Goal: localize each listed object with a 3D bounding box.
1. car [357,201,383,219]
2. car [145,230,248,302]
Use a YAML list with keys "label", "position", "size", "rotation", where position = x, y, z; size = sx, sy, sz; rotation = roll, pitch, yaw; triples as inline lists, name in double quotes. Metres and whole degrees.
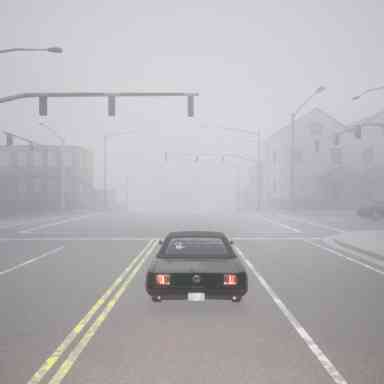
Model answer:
- label: "car"
  position: [16.657, 1.476, 28.186]
  size: [5.008, 1.535, 1.882]
  rotation: [0, 0, -1]
- label: "car"
  position: [0.101, 1.600, 8.210]
  size: [1.895, 1.301, 4.718]
  rotation: [0, 0, 0]
